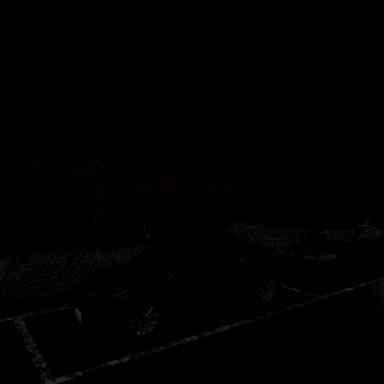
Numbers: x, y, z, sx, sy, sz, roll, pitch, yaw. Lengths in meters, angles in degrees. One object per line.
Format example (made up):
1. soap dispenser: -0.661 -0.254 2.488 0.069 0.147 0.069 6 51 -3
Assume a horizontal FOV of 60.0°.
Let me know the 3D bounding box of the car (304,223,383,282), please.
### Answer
1. car: 4.454 1.582 9.708 4.206 1.307 1.802 0 0 -35

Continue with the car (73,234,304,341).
1. car: -0.027 1.566 6.516 4.313 1.339 1.947 0 0 -35
